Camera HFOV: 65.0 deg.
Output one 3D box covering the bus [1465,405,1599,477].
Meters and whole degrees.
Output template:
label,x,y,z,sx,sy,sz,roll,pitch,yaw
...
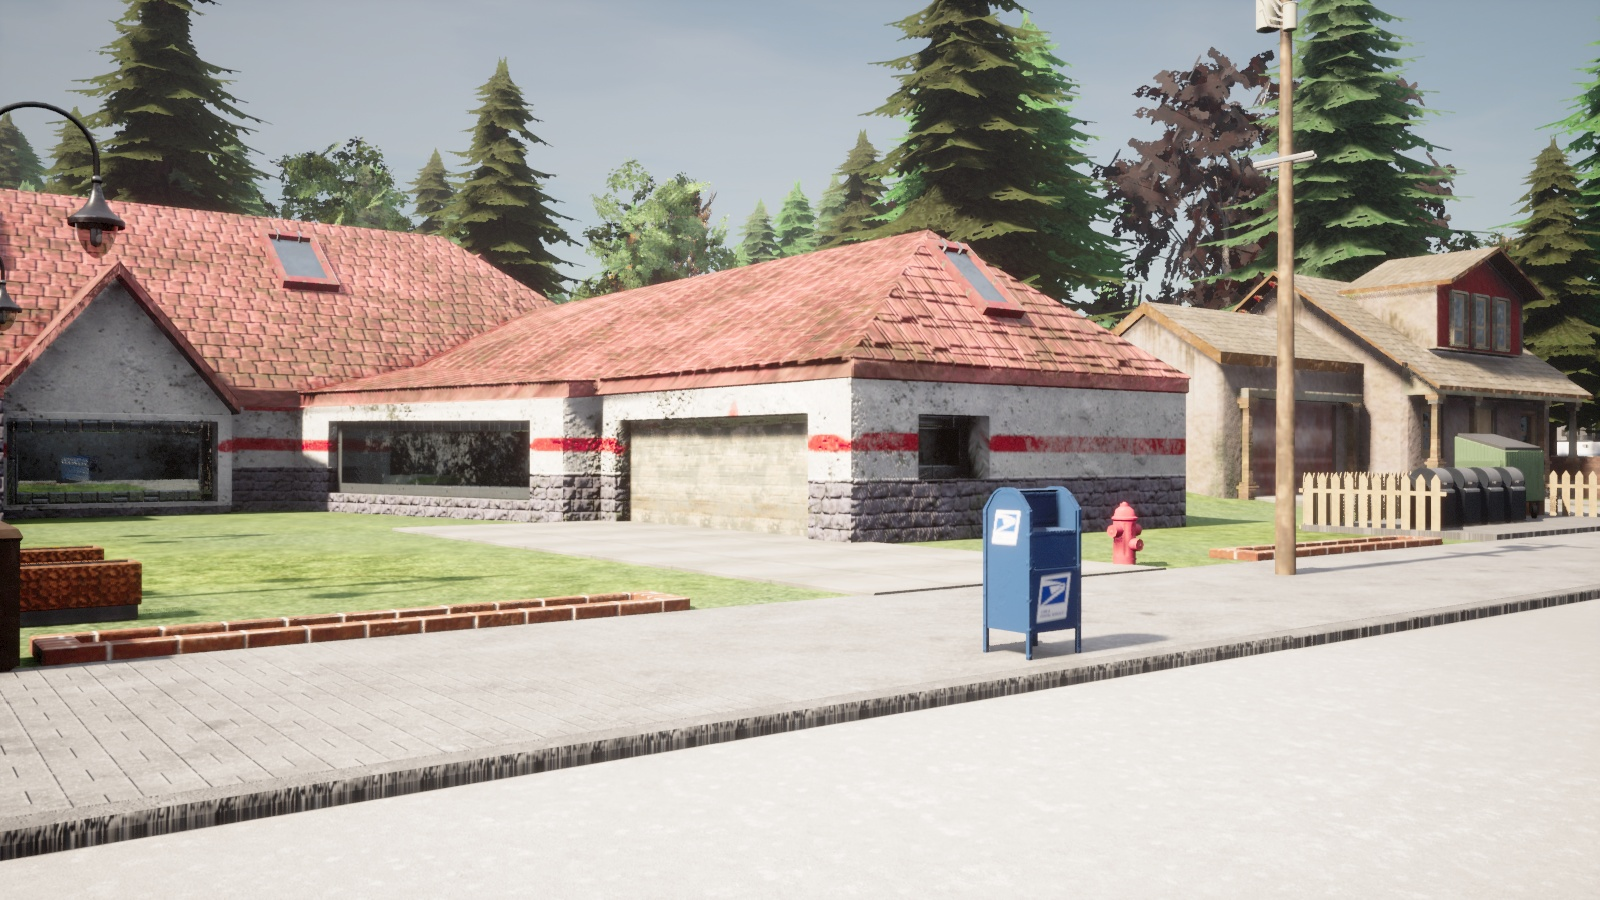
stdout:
label,x,y,z,sx,sy,sz,roll,pitch,yaw
bus,47.497,-0.542,77.922,3.944,4.253,10.273,0,0,-37
